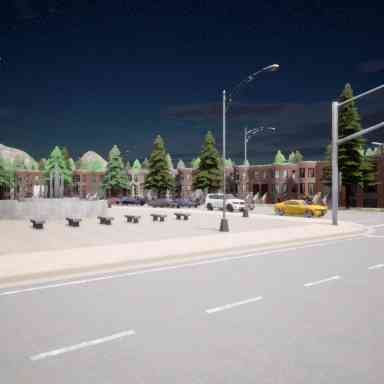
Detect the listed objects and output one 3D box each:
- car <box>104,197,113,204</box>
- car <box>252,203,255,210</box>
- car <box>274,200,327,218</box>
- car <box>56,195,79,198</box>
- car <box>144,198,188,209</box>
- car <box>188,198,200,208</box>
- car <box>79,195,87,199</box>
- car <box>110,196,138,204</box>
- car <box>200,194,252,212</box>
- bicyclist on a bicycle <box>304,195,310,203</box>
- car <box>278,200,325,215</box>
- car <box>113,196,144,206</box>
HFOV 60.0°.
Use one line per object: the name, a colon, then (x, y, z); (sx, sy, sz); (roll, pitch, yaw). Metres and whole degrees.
car: (-14.075, 1.564, 58.835); (4.181, 1.385, 1.994); (0, 0, 18)
car: (5.712, 1.526, 41.717); (1.812, 1.442, 4.674); (0, 0, -41)
car: (9.914, 1.477, 30.573); (1.882, 1.535, 5.008); (0, 0, -37)
car: (-23.812, 1.505, 60.701); (4.892, 1.490, 1.837); (0, 0, 5)
car: (-3.665, 1.547, 45.873); (5.357, 1.411, 2.033); (0, 0, 36)
car: (-1.248, 1.547, 48.412); (5.357, 1.411, 2.033); (0, 0, 37)
car: (-22.551, 1.352, 63.996); (4.553, 1.767, 2.097); (0, 0, 7)
car: (-12.730, 1.505, 62.067); (4.892, 1.490, 1.837); (0, 0, 18)
car: (3.831, 1.221, 38.651); (2.150, 2.045, 5.566); (0, 0, -39)
bicyclist on a bicycle: (16.182, 1.303, 46.625); (1.656, 1.620, 0.582); (0, 0, -37)
car: (11.300, 1.564, 34.556); (1.994, 1.385, 4.181); (0, 0, -37)
car: (-9.820, 1.601, 53.491); (4.718, 1.301, 1.895); (0, 0, 24)
